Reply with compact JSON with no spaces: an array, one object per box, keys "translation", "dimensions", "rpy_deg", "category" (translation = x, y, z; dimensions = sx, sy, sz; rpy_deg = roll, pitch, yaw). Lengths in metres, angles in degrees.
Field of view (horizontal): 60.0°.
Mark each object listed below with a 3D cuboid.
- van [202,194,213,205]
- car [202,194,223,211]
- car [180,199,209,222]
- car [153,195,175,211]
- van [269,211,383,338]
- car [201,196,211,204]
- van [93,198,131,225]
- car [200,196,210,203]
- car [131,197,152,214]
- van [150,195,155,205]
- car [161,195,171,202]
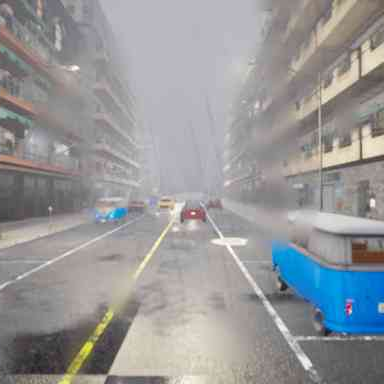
[{"translation":[2.647,1.269,57.400],"dimensions":[1.690,1.788,3.998],"rpy_deg":[1,0,0],"category":"van"},{"translation":[2.653,1.392,40.389],"dimensions":[1.967,1.590,4.097],"rpy_deg":[1,0,0],"category":"car"},{"translation":[0.088,1.533,26.283],"dimensions":[1.994,1.385,4.181],"rpy_deg":[0,0,0],"category":"car"},{"translation":[-3.110,1.429,39.917],"dimensions":[1.882,1.535,5.008],"rpy_deg":[0,0,0],"category":"car"},{"translation":[2.668,1.334,6.366],"dimensions":[1.690,1.788,3.998],"rpy_deg":[1,0,0],"category":"van"},{"translation":[2.641,1.502,63.071],"dimensions":[1.802,1.307,4.206],"rpy_deg":[1,0,0],"category":"car"},{"translation":[-5.685,1.314,23.445],"dimensions":[1.690,1.788,3.998],"rpy_deg":[1,0,0],"category":"van"},{"translation":[2.639,1.494,68.742],"dimensions":[1.802,1.307,4.206],"rpy_deg":[1,0,0],"category":"car"},{"translation":[-5.693,1.503,34.787],"dimensions":[1.887,1.381,4.507],"rpy_deg":[1,0,0],"category":"car"},{"translation":[-5.697,1.277,51.799],"dimensions":[1.690,1.788,3.998],"rpy_deg":[1,0,0],"category":"van"},{"translation":[-5.800,1.454,74.478],"dimensions":[2.008,1.369,4.403],"rpy_deg":[1,0,0],"category":"car"}]
